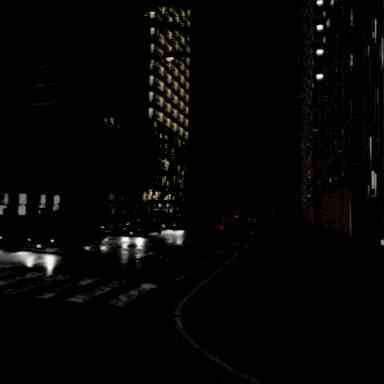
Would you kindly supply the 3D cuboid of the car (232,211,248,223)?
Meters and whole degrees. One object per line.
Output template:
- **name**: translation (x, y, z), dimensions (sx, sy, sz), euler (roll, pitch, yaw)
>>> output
- **car**: translation (8.770, 4.573, 60.802), dimensions (2.150, 2.045, 5.566), euler (0, -3, 16)

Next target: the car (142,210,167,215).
- **car**: translation (-4.410, 3.156, 38.901), dimensions (2.150, 2.045, 5.566), euler (1, -3, 15)

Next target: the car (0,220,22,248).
- **car**: translation (-9.836, 2.384, 19.830), dimensions (2.033, 1.411, 5.357), euler (0, -3, 16)

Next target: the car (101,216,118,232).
- **car**: translation (-7.215, 2.873, 29.052), dimensions (1.837, 1.490, 4.892), euler (0, -3, 16)

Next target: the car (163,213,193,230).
- **car**: translation (-1.225, 3.466, 38.216), dimensions (2.128, 1.511, 4.902), euler (0, -3, 16)

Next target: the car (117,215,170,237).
- **car**: translation (-4.002, 2.961, 28.475), dimensions (2.033, 1.411, 5.357), euler (0, -3, 16)

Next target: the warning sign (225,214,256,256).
- **warning sign**: translation (2.382, 2.054, 16.291), dimensions (1.300, 1.860, 1.060), euler (2, -2, 16)

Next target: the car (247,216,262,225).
- **car**: translation (10.283, 4.638, 54.616), dimensions (1.994, 1.385, 4.181), euler (0, -3, 16)

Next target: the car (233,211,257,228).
- **car**: translation (7.414, 3.709, 44.382), dimensions (2.150, 2.045, 5.566), euler (0, -3, 18)

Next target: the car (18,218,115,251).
- **car**: translation (-6.750, 2.403, 18.800), dimensions (2.033, 1.411, 5.357), euler (0, -3, 16)

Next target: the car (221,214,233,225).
- **car**: translation (5.689, 4.085, 49.961), dimensions (2.097, 1.767, 4.553), euler (0, -3, 16)
